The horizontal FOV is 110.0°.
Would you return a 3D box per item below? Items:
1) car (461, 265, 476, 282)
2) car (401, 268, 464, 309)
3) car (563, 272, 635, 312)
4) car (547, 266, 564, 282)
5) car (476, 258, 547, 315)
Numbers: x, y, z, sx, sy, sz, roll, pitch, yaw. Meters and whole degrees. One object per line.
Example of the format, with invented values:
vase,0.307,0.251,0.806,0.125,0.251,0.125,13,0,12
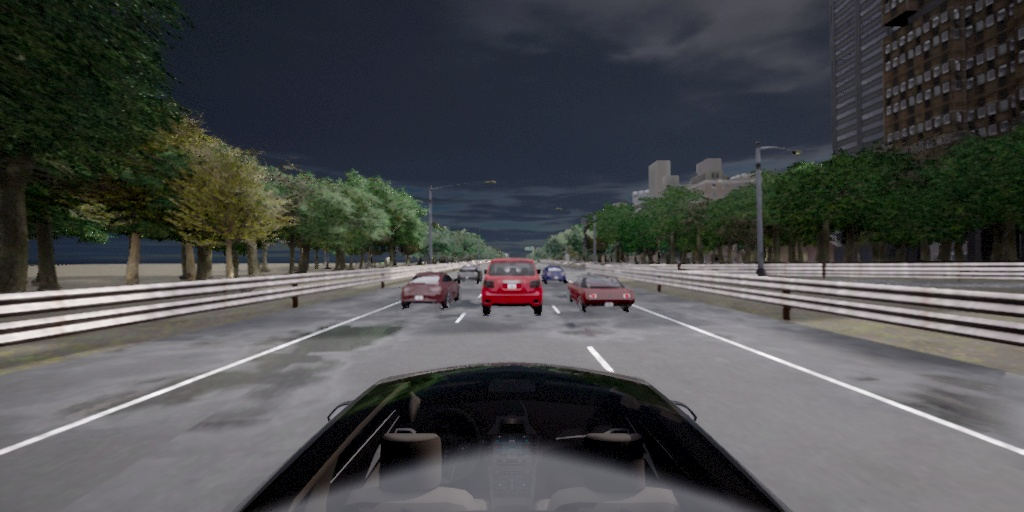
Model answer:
car,-3.472,1.529,30.357,2.128,1.511,4.902,0,0,0
car,-3.472,1.420,15.759,1.812,1.442,4.674,0,0,0
car,3.523,1.489,15.116,1.895,1.301,4.718,0,-1,1
car,3.532,1.565,30.746,1.812,1.442,4.674,0,0,0
car,0.015,1.106,14.470,2.150,2.045,5.566,0,0,0
